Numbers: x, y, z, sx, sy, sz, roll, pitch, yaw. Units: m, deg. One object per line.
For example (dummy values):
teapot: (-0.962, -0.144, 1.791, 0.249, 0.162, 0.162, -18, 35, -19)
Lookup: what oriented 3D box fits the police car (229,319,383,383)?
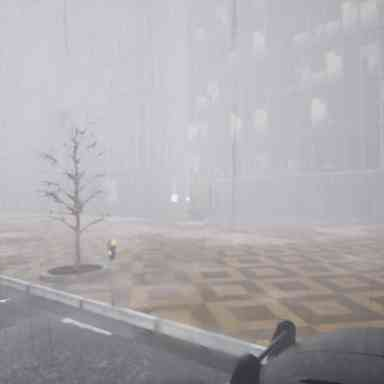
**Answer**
police car: (2.639, 1.407, 1.539, 5.238, 1.638, 1.930, -1, -1, 35)
